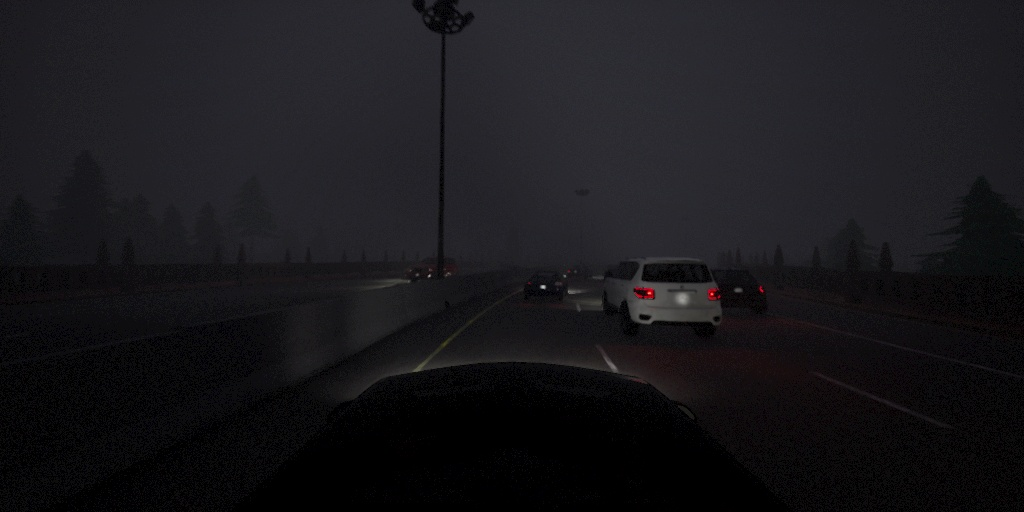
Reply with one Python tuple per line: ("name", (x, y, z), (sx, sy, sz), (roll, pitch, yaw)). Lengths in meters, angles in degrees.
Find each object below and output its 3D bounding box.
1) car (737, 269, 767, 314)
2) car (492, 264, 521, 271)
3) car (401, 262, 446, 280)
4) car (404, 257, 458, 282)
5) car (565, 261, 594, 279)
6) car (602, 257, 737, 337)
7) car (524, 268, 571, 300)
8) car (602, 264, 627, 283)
("car", (8.285, 1.237, 14.751), (2.097, 1.767, 4.553), (0, 0, 8))
("car", (-0.365, 1.511, 36.921), (2.033, 1.411, 5.357), (0, 0, 21))
("car", (-8.467, 1.373, 34.895), (1.882, 1.535, 5.008), (0, -1, 19))
("car", (-6.418, 1.092, 29.866), (2.150, 2.045, 5.566), (0, -1, 16))
("car", (6.920, 1.547, 35.940), (2.033, 1.411, 5.357), (0, 0, 23))
("car", (4.175, 1.055, 10.886), (2.150, 2.045, 5.566), (0, 0, 6))
("car", (1.833, 1.421, 18.632), (1.994, 1.385, 4.181), (0, 0, 11))
("car", (9.150, 1.488, 31.782), (1.837, 1.490, 4.892), (0, 0, 20))
